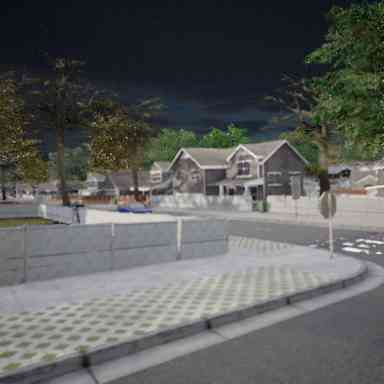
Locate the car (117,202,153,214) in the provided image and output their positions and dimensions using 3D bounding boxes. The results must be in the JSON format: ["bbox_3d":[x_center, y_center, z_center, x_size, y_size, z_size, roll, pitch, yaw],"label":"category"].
[{"bbox_3d":[-5.480,1.693,31.481,1.882,1.535,5.008,-4,2,-35],"label":"car"}]

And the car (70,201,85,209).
[{"bbox_3d":[-16.912,2.003,47.992,1.895,1.301,4.718,-4,2,-35],"label":"car"}]
